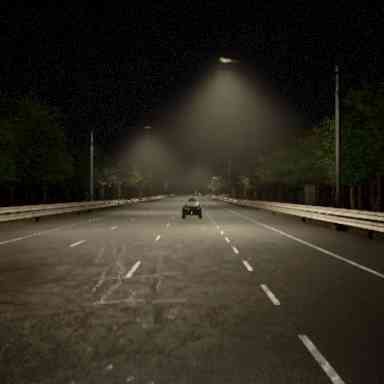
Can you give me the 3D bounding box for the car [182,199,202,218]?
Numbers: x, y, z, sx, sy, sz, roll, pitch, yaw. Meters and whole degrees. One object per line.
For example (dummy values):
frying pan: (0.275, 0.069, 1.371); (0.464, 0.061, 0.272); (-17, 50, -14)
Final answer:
car: (-0.003, 1.740, 33.439); (2.128, 1.511, 4.902); (0, 0, 0)
